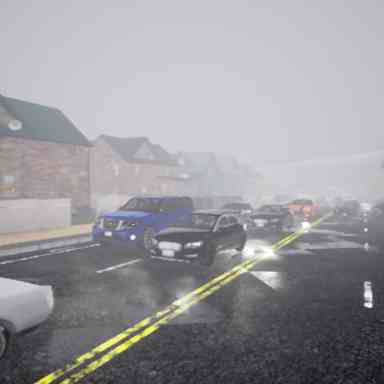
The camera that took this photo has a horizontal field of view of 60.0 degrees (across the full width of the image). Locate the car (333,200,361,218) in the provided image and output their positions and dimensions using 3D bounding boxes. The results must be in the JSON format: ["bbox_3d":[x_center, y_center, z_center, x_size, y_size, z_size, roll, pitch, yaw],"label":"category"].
[{"bbox_3d":[14.312,1.682,30.848,1.895,1.301,4.718,1,0,28],"label":"car"}]

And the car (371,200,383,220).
[{"bbox_3d":[17.138,1.683,29.240,1.994,1.385,4.181,1,0,29],"label":"car"}]

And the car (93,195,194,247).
[{"bbox_3d":[-1.711,1.154,14.356,2.150,2.045,5.566,1,0,28],"label":"car"}]

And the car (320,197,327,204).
[{"bbox_3d":[27.030,1.682,69.409,2.033,1.411,5.357,1,0,27],"label":"car"}]

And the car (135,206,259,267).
[{"bbox_3d":[0.463,1.458,11.496,2.128,1.511,4.902,1,0,27],"label":"car"}]

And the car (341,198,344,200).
[{"bbox_3d":[20.880,1.700,43.390,1.994,1.385,4.181,1,0,28],"label":"car"}]

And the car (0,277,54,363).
[{"bbox_3d":[-3.870,1.542,3.183,1.895,1.301,4.718,1,0,27],"label":"car"}]

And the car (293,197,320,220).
[{"bbox_3d":[9.302,1.378,28.421,2.097,1.767,4.553,1,0,28],"label":"car"}]

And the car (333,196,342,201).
[{"bbox_3d":[29.913,1.681,67.909,1.837,1.490,4.892,1,0,27],"label":"car"}]

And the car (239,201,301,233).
[{"bbox_3d":[4.756,1.486,19.712,2.128,1.511,4.902,1,0,28],"label":"car"}]

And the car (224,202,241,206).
[{"bbox_3d":[3.117,1.469,23.581,1.837,1.490,4.892,1,0,28],"label":"car"}]
